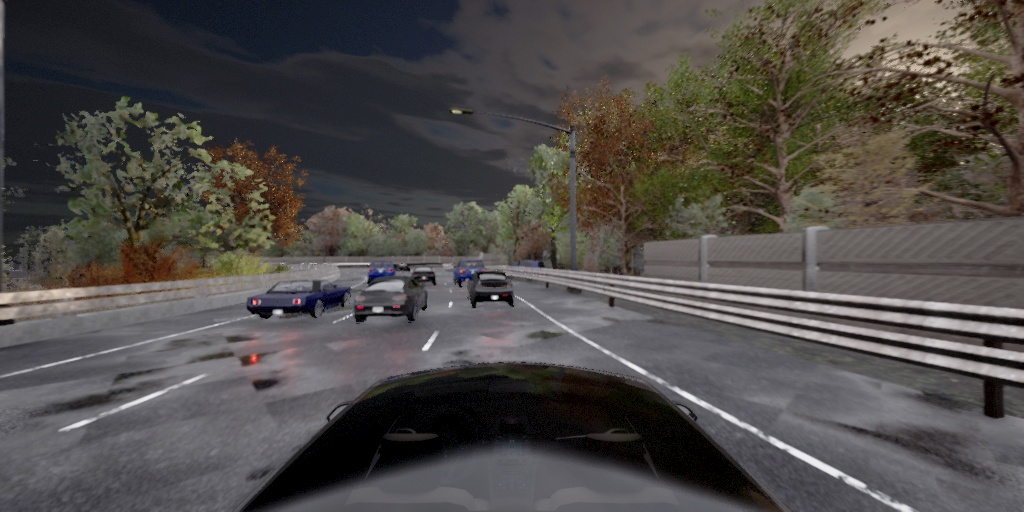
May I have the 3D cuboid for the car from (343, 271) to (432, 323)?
[{"bbox_3d":[-4.156,1.431,12.784,1.812,1.442,4.674,0,-1,-6],"label":"car"}]

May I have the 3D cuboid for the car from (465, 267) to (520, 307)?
[{"bbox_3d":[-1.079,1.447,16.788,1.837,1.490,4.892,0,-1,-9],"label":"car"}]

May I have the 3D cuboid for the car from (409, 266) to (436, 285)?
[{"bbox_3d":[-7.623,1.622,30.785,1.882,1.535,5.008,0,-1,-15],"label":"car"}]

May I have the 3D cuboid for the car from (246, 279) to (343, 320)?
[{"bbox_3d":[-7.770,1.533,13.701,1.895,1.301,4.718,0,-1,-7],"label":"car"}]

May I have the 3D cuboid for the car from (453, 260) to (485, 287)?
[{"bbox_3d":[-3.403,1.321,28.648,2.150,2.045,5.566,0,-1,-14],"label":"car"}]

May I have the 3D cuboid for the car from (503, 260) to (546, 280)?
[{"bbox_3d":[1.084,1.463,38.614,5.566,2.045,2.150,3,-1,35],"label":"car"}]

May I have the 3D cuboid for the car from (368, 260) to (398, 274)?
[{"bbox_3d":[-11.689,1.403,32.392,2.150,2.045,5.566,0,-1,-17],"label":"car"}]
